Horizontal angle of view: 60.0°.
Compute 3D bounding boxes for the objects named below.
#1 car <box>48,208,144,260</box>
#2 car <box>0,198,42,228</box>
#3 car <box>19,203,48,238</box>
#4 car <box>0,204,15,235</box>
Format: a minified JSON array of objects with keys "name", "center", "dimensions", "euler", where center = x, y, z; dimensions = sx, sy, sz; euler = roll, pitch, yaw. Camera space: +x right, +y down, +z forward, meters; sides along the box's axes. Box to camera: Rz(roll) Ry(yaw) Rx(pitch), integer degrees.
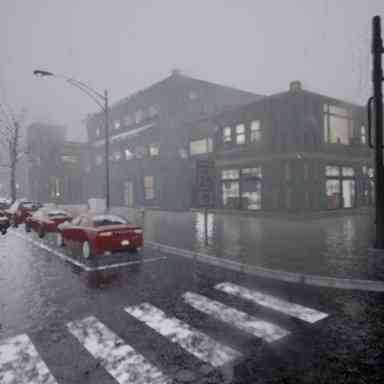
[{"name":"car","center":[-3.381,1.380,11.755],"dimensions":[1.887,1.381,4.507],"euler":[0,0,-38]},{"name":"car","center":[-10.234,1.241,20.478],"dimensions":[1.967,1.590,4.097],"euler":[0,0,-38]},{"name":"car","center":[-6.807,1.400,16.116],"dimensions":[1.802,1.307,4.206],"euler":[0,0,-38]},{"name":"car","center":[-10.586,1.450,16.735],"dimensions":[1.895,1.301,4.718],"euler":[-1,1,-38]}]
